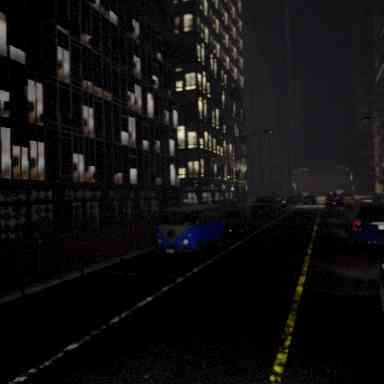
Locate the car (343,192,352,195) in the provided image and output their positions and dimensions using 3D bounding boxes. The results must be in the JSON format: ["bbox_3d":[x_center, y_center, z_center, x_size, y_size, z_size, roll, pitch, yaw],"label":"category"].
[{"bbox_3d":[26.920,0.875,57.433,1.752,1.417,4.829,-2,0,22],"label":"car"}]

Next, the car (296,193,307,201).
[{"bbox_3d":[23.316,0.963,70.959,1.967,1.590,4.097,-2,0,22],"label":"car"}]

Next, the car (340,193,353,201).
[{"bbox_3d":[28.973,0.862,62.553,1.947,1.339,4.313,-2,0,22],"label":"car"}]

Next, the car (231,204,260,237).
[{"bbox_3d":[2.163,1.595,18.184,1.947,1.339,4.313,-2,0,22],"label":"car"}]

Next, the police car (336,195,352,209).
[{"bbox_3d":[9.526,1.206,18.874,1.930,1.638,5.238,-2,0,22],"label":"police car"}]

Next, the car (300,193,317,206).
[{"bbox_3d":[17.268,1.176,48.653,1.812,1.442,4.674,-2,0,22],"label":"car"}]

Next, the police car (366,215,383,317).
[{"bbox_3d":[3.573,1.328,4.024,1.930,1.638,5.238,-2,0,22],"label":"police car"}]

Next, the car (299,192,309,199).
[{"bbox_3d":[27.546,0.847,81.514,1.967,1.590,4.097,-2,0,22],"label":"car"}]

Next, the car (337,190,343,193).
[{"bbox_3d":[21.425,0.868,50.984,2.097,1.767,4.553,-2,0,22],"label":"car"}]

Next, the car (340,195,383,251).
[{"bbox_3d":[7.239,1.180,13.176,2.097,1.767,4.553,-2,0,22],"label":"car"}]

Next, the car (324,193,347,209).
[{"bbox_3d":[16.644,1.195,38.990,1.994,1.385,4.181,-2,0,22],"label":"car"}]

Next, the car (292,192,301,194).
[{"bbox_3d":[16.972,1.232,55.126,1.887,1.381,4.507,-2,0,22],"label":"car"}]

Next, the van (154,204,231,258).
[{"bbox_3d":[0.041,1.414,12.908,1.690,1.788,3.998,-2,0,22],"label":"van"}]

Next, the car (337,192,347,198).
[{"bbox_3d":[35.318,0.669,78.383,1.887,1.381,4.507,-2,0,22],"label":"car"}]

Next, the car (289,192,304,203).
[{"bbox_3d":[19.081,0.949,60.403,2.192,1.841,5.009,-2,0,22],"label":"car"}]

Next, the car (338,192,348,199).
[{"bbox_3d":[33.204,0.765,73.106,1.802,1.307,4.206,-2,0,22],"label":"car"}]

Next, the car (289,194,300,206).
[{"bbox_3d":[14.858,1.321,49.850,1.802,1.307,4.206,-2,0,22],"label":"car"}]

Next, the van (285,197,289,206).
[{"bbox_3d":[8.504,1.230,34.017,1.690,1.788,3.998,-2,0,22],"label":"van"}]

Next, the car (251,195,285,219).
[{"bbox_3d":[6.388,1.252,28.740,2.192,1.841,5.009,-2,0,22],"label":"car"}]
